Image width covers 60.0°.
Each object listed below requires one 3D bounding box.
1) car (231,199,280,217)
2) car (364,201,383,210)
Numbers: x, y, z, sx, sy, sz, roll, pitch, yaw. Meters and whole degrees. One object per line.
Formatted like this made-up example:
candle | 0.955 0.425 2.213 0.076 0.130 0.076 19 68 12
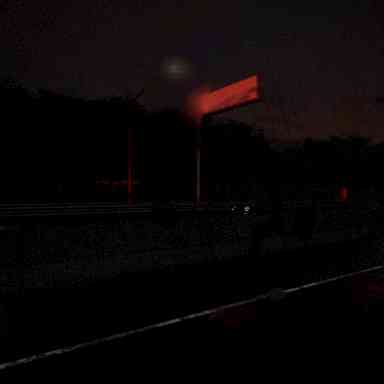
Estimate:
car | 5.648 1.433 29.490 4.553 1.767 2.097 0 0 -35
car | 20.257 1.667 35.576 4.902 1.511 2.128 0 0 -35
